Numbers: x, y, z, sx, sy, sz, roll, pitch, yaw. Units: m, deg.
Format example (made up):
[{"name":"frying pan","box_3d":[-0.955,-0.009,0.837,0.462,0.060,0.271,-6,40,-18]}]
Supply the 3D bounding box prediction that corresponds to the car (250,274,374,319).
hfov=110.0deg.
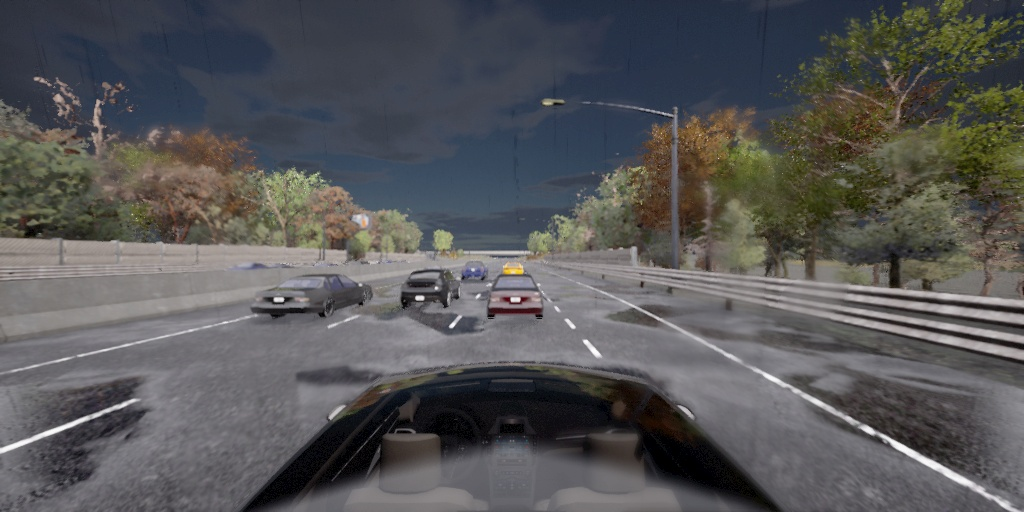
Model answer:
[{"name":"car","box_3d":[-6.904,1.350,13.108,2.033,1.411,5.357,0,0,0]}]

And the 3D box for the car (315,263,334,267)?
[{"name":"car","box_3d":[-21.087,1.493,40.141,2.033,1.411,5.357,0,0,0]}]

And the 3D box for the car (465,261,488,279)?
[{"name":"car","box_3d":[-3.398,1.261,33.561,2.097,1.767,4.553,0,0,0]}]

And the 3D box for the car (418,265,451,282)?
[{"name":"car","box_3d":[-6.896,1.503,32.351,1.895,1.301,4.718,0,0,0]}]

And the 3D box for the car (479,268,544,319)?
[{"name":"car","box_3d":[0.102,1.351,13.110,2.033,1.411,5.357,0,0,0]}]

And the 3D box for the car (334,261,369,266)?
[{"name":"car","box_3d":[-17.585,1.298,40.327,2.097,1.767,4.553,0,0,0]}]

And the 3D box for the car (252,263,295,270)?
[{"name":"car","box_3d":[-24.588,1.495,37.691,1.994,1.385,4.181,0,0,0]}]

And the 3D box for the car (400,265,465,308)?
[{"name":"car","box_3d":[-3.399,1.320,15.652,1.837,1.490,4.892,0,0,0]}]

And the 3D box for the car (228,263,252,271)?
[{"name":"car","box_3d":[-28.082,1.461,38.418,1.812,1.442,4.674,0,0,0]}]

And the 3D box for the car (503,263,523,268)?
[{"name":"car","box_3d":[0.105,1.397,35.386,1.882,1.535,5.008,0,0,0]}]
